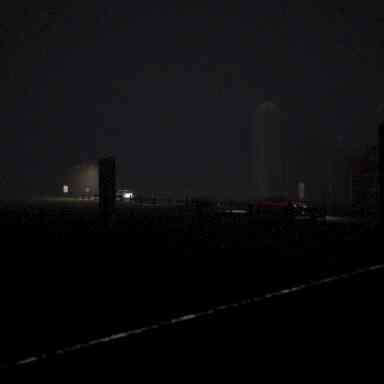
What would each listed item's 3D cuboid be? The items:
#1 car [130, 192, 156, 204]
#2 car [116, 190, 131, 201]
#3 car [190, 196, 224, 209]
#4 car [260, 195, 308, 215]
[{"bbox_3d":[-7.543,1.107,52.763,1.812,1.442,4.674,-1,1,-36],"label":"car"},{"bbox_3d":[-13.669,0.641,66.060,2.150,2.045,5.566,-1,1,-36],"label":"car"},{"bbox_3d":[1.752,1.225,39.853,2.128,1.511,4.902,-1,1,-36],"label":"car"},{"bbox_3d":[8.354,1.192,30.711,2.097,1.767,4.553,-1,1,-36],"label":"car"}]
